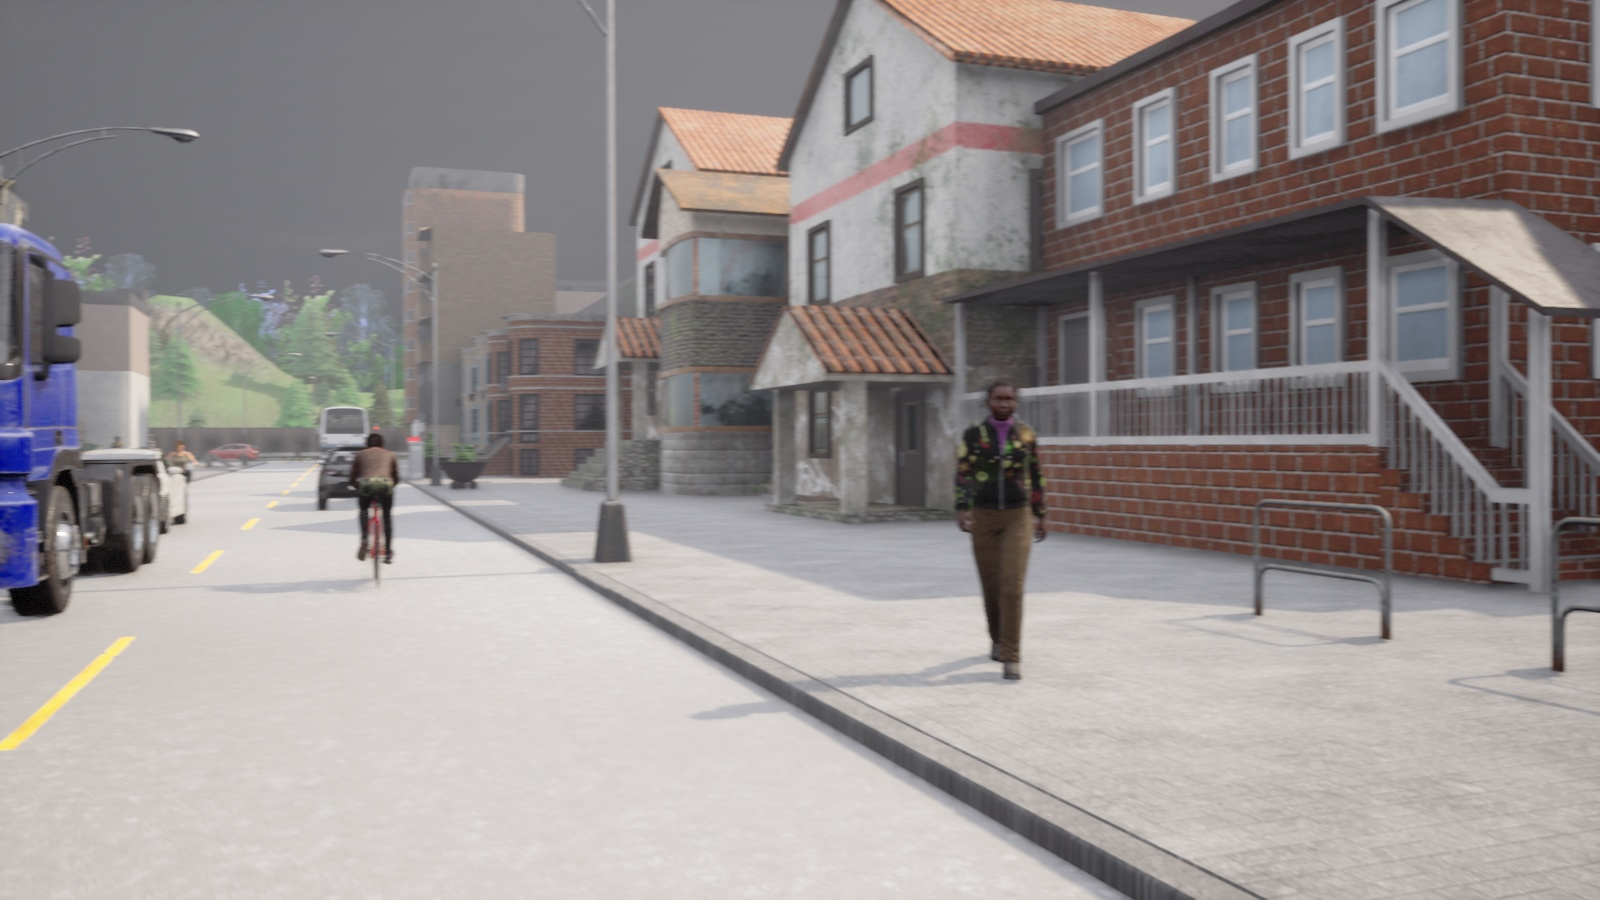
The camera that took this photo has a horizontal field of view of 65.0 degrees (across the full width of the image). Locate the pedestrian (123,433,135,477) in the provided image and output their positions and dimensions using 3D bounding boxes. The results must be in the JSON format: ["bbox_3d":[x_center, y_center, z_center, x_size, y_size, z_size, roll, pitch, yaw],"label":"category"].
[{"bbox_3d":[-29.604,0.217,55.401,0.396,1.930,0.692,0,0,-21],"label":"pedestrian"}]

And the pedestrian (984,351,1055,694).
[{"bbox_3d":[1.300,0.409,7.442,0.395,1.930,0.692,0,0,10],"label":"pedestrian"}]

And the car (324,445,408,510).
[{"bbox_3d":[-10.655,0.612,30.776,1.816,1.474,4.193,0,0,-20],"label":"car"}]

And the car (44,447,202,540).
[{"bbox_3d":[-11.871,0.677,22.323,1.812,1.442,4.674,0,0,-20],"label":"car"}]

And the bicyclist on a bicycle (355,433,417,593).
[{"bbox_3d":[-4.491,0.633,13.572,0.582,1.620,1.656,0,0,-20],"label":"bicyclist on a bicycle"}]

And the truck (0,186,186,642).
[{"bbox_3d":[-8.485,-0.285,12.898,2.891,3.462,7.936,0,0,-19],"label":"truck"}]
